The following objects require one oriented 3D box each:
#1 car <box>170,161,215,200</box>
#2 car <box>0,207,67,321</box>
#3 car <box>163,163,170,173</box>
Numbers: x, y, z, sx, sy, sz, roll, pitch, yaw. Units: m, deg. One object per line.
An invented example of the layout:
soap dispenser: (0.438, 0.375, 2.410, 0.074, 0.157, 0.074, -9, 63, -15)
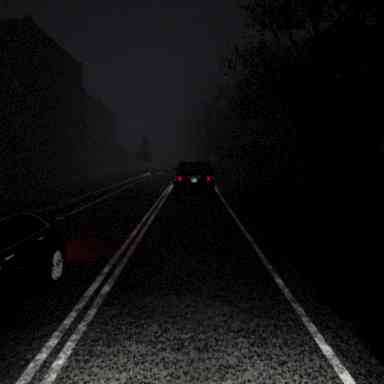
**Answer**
car: (0.116, -0.765, 18.922, 2.150, 2.045, 5.566, 0, 6, 0)
car: (-3.347, 1.086, 4.611, 1.837, 1.490, 4.892, 0, 6, 0)
car: (-3.219, -3.486, 48.583, 1.812, 1.442, 4.674, 0, 5, 1)
